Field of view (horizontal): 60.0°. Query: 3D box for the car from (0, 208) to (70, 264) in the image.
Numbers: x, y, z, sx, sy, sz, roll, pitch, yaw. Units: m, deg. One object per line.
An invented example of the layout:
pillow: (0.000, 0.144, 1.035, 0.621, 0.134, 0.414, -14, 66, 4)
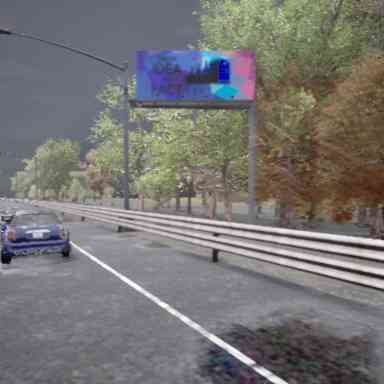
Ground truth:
car: (-6.111, 1.473, 12.790, 2.097, 1.767, 4.553, 0, 0, -30)
